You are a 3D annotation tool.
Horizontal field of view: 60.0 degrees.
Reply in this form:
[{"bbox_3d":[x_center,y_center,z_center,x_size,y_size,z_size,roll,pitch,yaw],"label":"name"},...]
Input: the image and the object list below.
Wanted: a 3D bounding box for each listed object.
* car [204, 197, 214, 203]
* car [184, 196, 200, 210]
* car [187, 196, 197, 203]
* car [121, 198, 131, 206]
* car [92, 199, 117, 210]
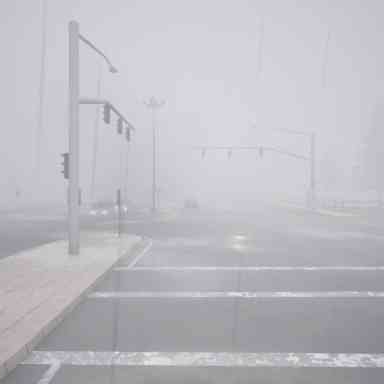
[{"bbox_3d":[3.455,1.601,68.987,1.895,1.301,4.718,0,0,0],"label":"car"},{"bbox_3d":[-0.029,1.526,43.519,1.812,1.442,4.674,0,0,0],"label":"car"},{"bbox_3d":[-0.045,1.564,68.954,1.994,1.385,4.181,0,0,0],"label":"car"},{"bbox_3d":[-11.576,1.601,56.087,1.895,1.301,4.718,0,0,0],"label":"car"},{"bbox_3d":[-11.597,1.601,43.431,1.895,1.301,4.718,0,0,0],"label":"car"}]
